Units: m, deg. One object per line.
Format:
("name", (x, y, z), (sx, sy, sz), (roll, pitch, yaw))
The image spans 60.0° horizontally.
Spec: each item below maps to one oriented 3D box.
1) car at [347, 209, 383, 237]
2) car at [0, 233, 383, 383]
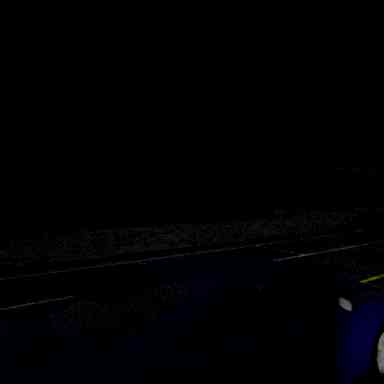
("car", (9.998, 1.567, 17.645), (4.313, 1.339, 1.947), (0, 0, -36))
("car", (0.501, 1.477, 3.791), (5.008, 1.535, 1.882), (0, 0, -35))
